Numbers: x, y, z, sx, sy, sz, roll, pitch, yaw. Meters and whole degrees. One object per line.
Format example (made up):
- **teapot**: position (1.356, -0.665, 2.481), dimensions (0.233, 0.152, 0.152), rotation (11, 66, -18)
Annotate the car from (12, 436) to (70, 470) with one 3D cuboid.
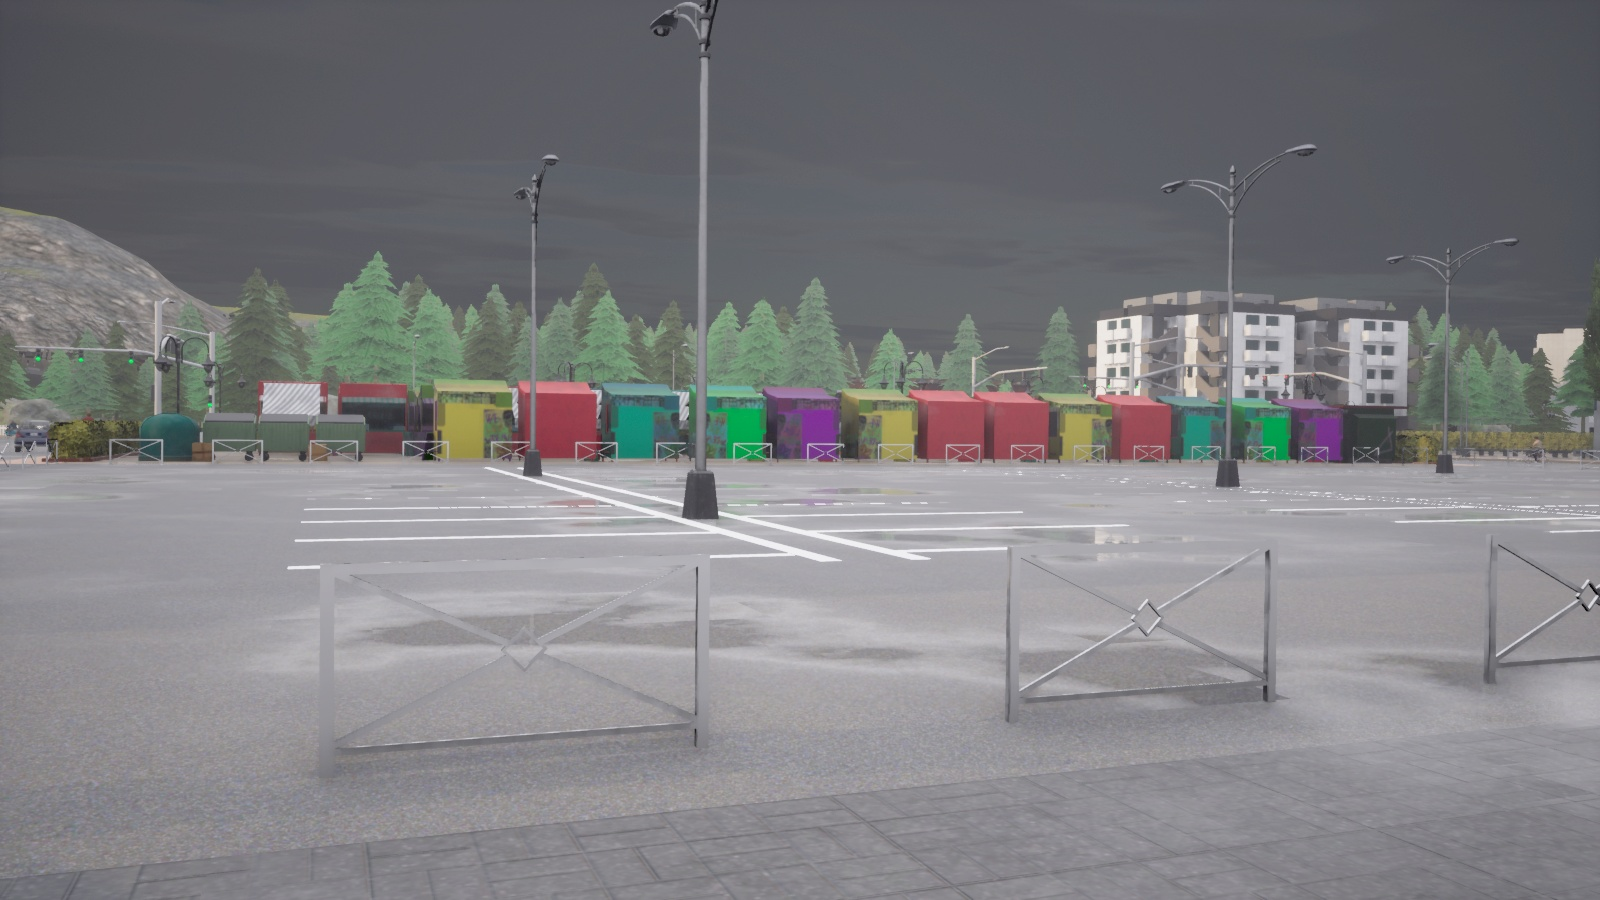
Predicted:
- **car**: position (-37.137, 0.122, 61.512), dimensions (1.789, 1.549, 3.705), rotation (-1, 1, -21)
